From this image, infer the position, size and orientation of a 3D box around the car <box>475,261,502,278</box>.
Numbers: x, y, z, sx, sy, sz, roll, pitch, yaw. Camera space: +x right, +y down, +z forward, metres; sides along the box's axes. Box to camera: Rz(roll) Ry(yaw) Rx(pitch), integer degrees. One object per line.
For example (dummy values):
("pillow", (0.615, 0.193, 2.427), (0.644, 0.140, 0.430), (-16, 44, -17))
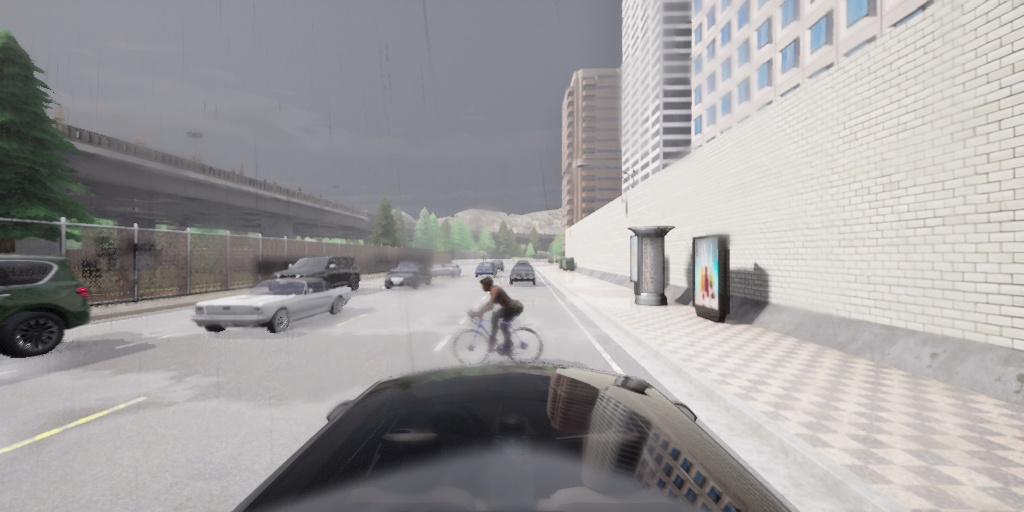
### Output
("car", (-2.461, 1.331, 35.143), (2.033, 1.411, 5.357), (0, 0, 2))

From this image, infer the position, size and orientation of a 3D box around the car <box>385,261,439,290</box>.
("car", (-6.426, 1.263, 22.695), (2.128, 1.511, 4.902), (0, 0, 2))

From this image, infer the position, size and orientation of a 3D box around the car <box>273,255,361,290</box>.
("car", (-10.071, 0.984, 18.927), (2.150, 2.045, 5.566), (0, 0, 3))

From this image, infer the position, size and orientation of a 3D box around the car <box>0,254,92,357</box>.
("car", (-10.518, 0.974, 5.618), (2.150, 2.045, 5.566), (0, 0, 2))

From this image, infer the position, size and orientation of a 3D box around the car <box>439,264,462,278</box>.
("car", (-6.083, 1.383, 34.089), (1.895, 1.301, 4.718), (0, 0, 2))

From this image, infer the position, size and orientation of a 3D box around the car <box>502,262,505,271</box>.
("car", (-2.048, 1.345, 49.168), (2.033, 1.411, 5.357), (0, 0, 2))

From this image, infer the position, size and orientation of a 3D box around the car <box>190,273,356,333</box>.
("car", (-6.859, 1.359, 10.903), (1.895, 1.301, 4.718), (0, 0, 2))

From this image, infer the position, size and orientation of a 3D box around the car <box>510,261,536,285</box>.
("car", (0.812, 1.322, 26.620), (2.033, 1.411, 5.357), (0, 0, 2))

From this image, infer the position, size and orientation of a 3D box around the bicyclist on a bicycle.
("bicyclist on a bicycle", (-0.276, 1.204, 6.528), (1.656, 1.620, 0.582), (-2, 0, 2))

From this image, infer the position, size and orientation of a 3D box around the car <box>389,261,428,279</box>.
("car", (-9.602, 1.273, 33.674), (2.128, 1.511, 4.902), (0, 0, 2))
